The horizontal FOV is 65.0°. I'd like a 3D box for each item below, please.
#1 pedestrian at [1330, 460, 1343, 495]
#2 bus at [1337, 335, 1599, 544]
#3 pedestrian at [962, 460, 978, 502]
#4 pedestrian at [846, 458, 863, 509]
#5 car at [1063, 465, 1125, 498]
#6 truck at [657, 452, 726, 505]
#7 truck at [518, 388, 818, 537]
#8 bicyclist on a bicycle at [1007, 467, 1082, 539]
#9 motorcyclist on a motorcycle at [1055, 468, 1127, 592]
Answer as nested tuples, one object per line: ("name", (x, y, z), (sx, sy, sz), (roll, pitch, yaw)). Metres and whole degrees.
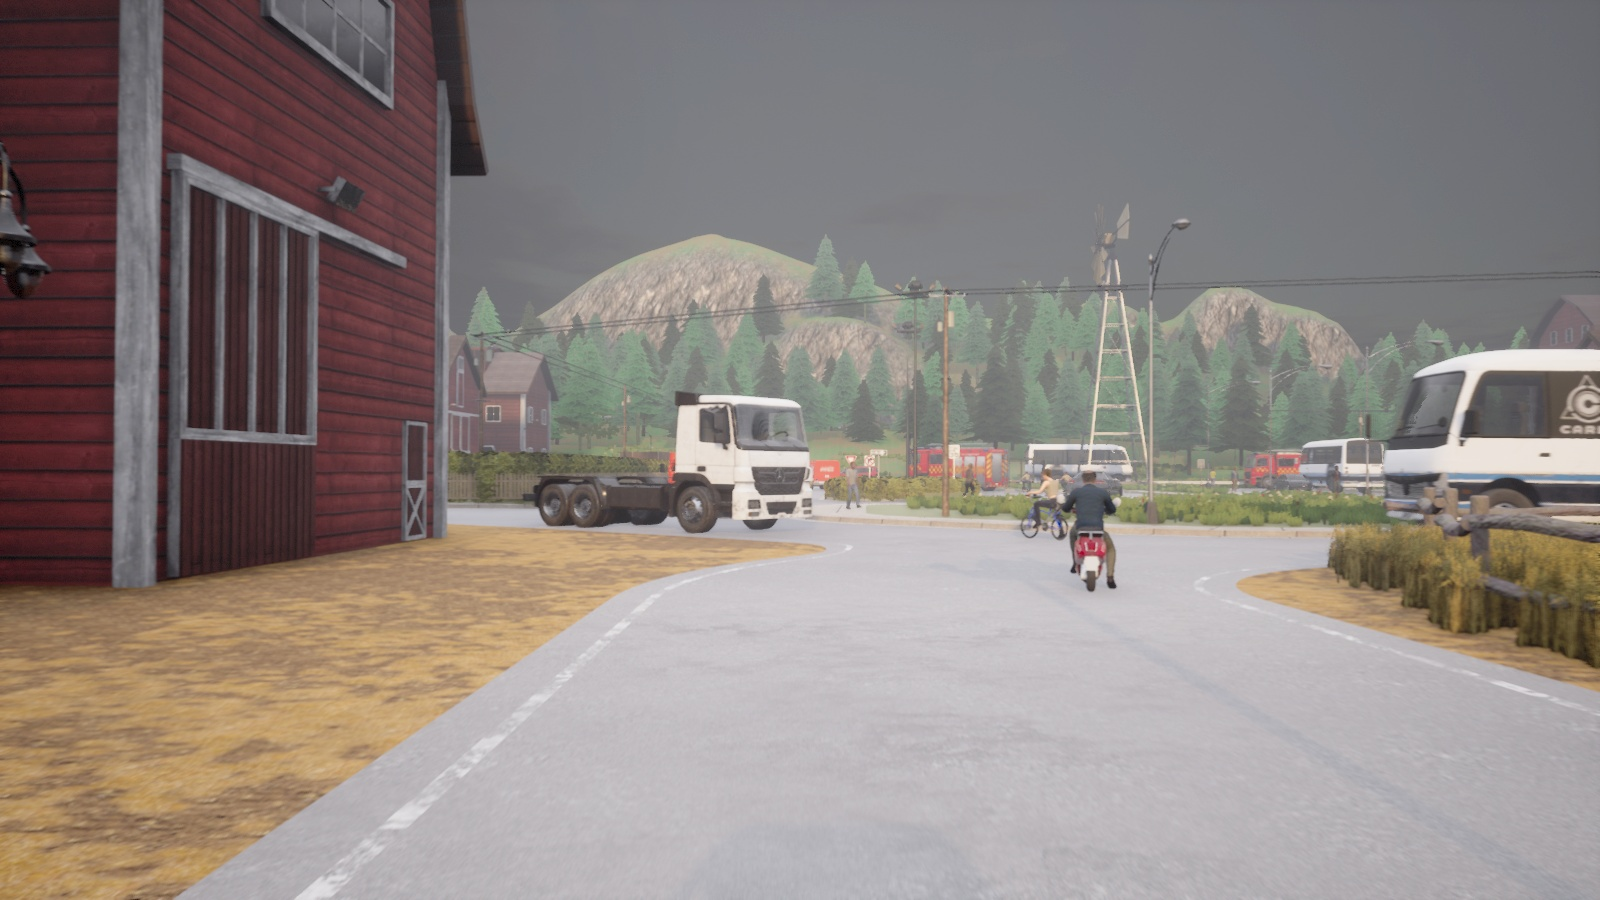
("pedestrian", (29.639, 1.513, 69.370), (0.402, 1.930, 0.666), (0, -1, 0))
("bus", (17.707, -0.174, 27.410), (10.273, 4.253, 3.944), (0, -1, 4))
("pedestrian", (7.436, 1.360, 54.917), (0.634, 1.846, 0.331), (0, -1, -27))
("pedestrian", (1.991, 1.234, 46.197), (0.354, 1.836, 0.706), (0, -1, -23))
("car", (15.518, 1.639, 66.118), (2.152, 1.651, 5.027), (-1, -1, 25))
("truck", (-5.190, 1.368, 60.880), (2.627, 2.467, 5.204), (0, -1, 3))
("truck", (-3.595, 0.337, 32.732), (7.936, 3.462, 2.891), (0, -1, 37))
("bicyclist on a bicycle", (5.596, 1.191, 28.769), (0.866, 1.612, 1.509), (0, -1, -34))
("motorcyclist on a motorcycle", (3.919, 1.037, 17.013), (0.866, 1.590, 1.817), (0, -1, 11))
